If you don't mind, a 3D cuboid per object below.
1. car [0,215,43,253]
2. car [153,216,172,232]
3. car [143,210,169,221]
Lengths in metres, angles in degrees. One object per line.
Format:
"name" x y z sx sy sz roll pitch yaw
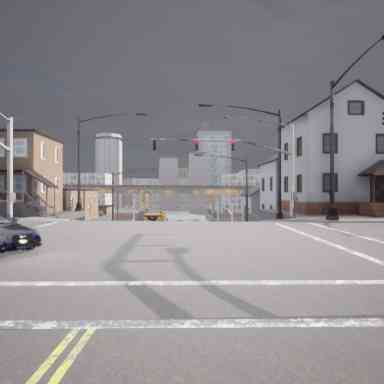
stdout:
"car" -7.646 1.526 12.385 4.181 1.385 1.994 0 0 25
"car" -3.781 4.235 43.687 2.128 1.511 4.902 0 -13 -1
"car" -3.673 2.536 33.465 1.882 1.535 5.008 0 -9 1
